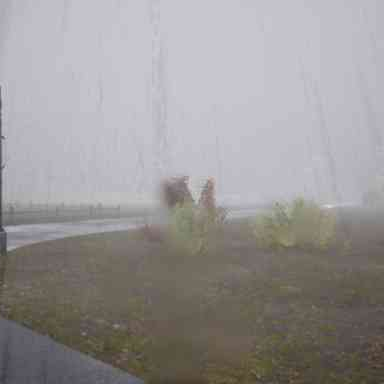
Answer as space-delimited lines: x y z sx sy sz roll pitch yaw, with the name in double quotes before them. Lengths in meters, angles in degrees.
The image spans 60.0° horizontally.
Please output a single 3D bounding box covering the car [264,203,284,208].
"car" 12.442 2.061 49.852 2.128 1.511 4.902 -1 -1 36
